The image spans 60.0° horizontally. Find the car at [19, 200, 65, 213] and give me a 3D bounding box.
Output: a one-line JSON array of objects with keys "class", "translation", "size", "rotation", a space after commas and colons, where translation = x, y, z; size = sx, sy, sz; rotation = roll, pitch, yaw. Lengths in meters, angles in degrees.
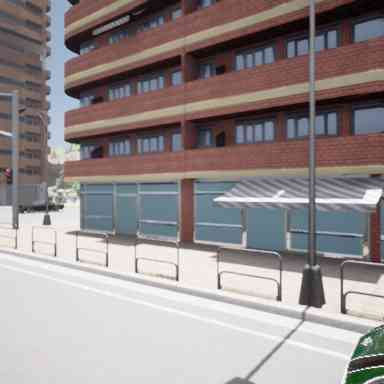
[{"class": "car", "translation": [-16.291, 1.571, 35.728], "size": [1.895, 1.301, 4.718], "rotation": [0, 0, 36]}]

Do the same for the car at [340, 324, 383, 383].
[{"class": "car", "translation": [3.190, 1.352, 1.715], "size": [4.553, 1.767, 2.097], "rotation": [0, 0, 36]}]
